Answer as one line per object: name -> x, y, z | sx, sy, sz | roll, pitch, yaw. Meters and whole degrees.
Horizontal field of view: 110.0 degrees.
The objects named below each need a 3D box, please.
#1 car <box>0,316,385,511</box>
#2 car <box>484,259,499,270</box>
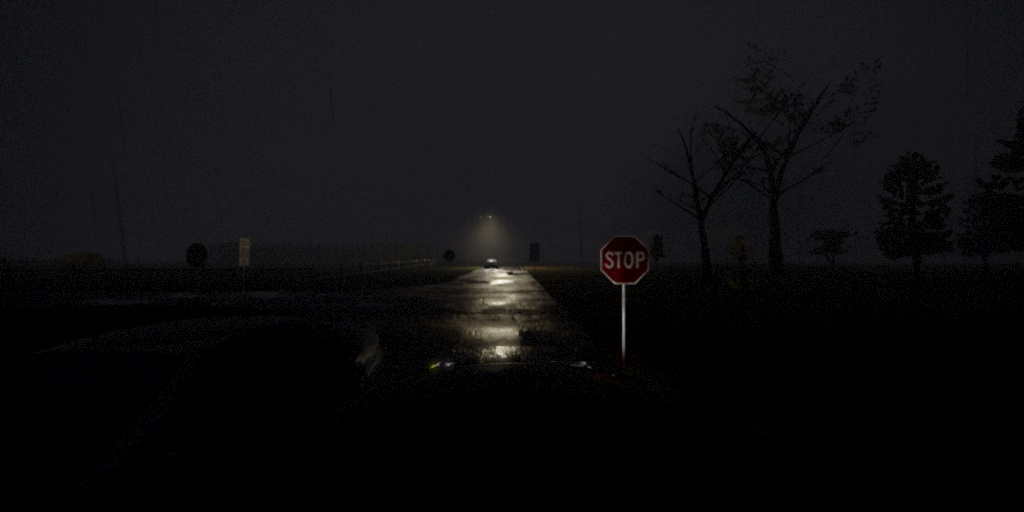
car -> -2.751, 1.293, 2.915 | 2.033, 1.411, 5.357 | 0, 0, 0
car -> -2.748, 1.072, 48.915 | 2.033, 1.411, 5.357 | 0, 0, 0
